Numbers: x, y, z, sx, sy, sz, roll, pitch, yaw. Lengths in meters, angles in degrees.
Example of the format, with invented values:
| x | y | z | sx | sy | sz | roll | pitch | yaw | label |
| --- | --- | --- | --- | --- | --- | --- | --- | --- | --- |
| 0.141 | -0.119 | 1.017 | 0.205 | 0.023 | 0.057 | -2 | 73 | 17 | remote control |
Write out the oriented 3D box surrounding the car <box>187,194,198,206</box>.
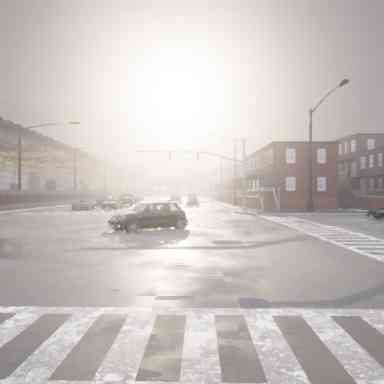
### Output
| x | y | z | sx | sy | sz | roll | pitch | yaw | label |
| --- | --- | --- | --- | --- | --- | --- | --- | --- | --- |
| 0.140 | 1.547 | 54.693 | 2.033 | 1.411 | 5.357 | 0 | 0 | 0 | car |

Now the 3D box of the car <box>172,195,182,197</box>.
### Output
| x | y | z | sx | sy | sz | roll | pitch | yaw | label |
| --- | --- | --- | --- | --- | --- | --- | --- | --- | --- |
| -3.368 | 1.353 | 70.271 | 2.097 | 1.767 | 4.553 | 0 | 0 | 0 | car |

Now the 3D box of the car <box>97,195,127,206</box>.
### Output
| x | y | z | sx | sy | sz | roll | pitch | yaw | label |
| --- | --- | --- | --- | --- | --- | --- | --- | --- | --- |
| -10.534 | 1.547 | 44.189 | 2.033 | 1.411 | 5.357 | 0 | 0 | 0 | car |

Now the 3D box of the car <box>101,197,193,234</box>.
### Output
| x | y | z | sx | sy | sz | roll | pitch | yaw | label |
| --- | --- | --- | --- | --- | --- | --- | --- | --- | --- |
| -2.566 | 1.352 | 19.331 | 4.553 | 1.767 | 2.097 | 0 | 0 | -33 | car |

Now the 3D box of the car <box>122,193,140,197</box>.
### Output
| x | y | z | sx | sy | sz | roll | pitch | yaw | label |
| --- | --- | --- | --- | --- | --- | --- | --- | --- | --- |
| -10.516 | 1.221 | 54.473 | 2.150 | 2.045 | 5.566 | 0 | 0 | 0 | car |

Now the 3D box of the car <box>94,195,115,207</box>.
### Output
| x | y | z | sx | sy | sz | roll | pitch | yaw | label |
| --- | --- | --- | --- | --- | --- | --- | --- | --- | --- |
| -14.016 | 1.352 | 53.371 | 2.097 | 1.767 | 4.553 | 0 | 0 | 0 | car |

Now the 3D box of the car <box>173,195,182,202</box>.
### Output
| x | y | z | sx | sy | sz | roll | pitch | yaw | label |
| --- | --- | --- | --- | --- | --- | --- | --- | --- | --- |
| -3.426 | 1.478 | 80.557 | 1.882 | 1.535 | 5.008 | 0 | 0 | 0 | car |

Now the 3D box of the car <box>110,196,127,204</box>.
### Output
| x | y | z | sx | sy | sz | roll | pitch | yaw | label |
| --- | --- | --- | --- | --- | --- | --- | --- | --- | --- |
| -13.980 | 1.492 | 63.434 | 2.128 | 1.511 | 4.902 | 0 | 0 | 0 | car |

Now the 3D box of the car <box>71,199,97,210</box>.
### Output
| x | y | z | sx | sy | sz | roll | pitch | yaw | label |
| --- | --- | --- | --- | --- | --- | --- | --- | --- | --- |
| -14.039 | 1.601 | 43.285 | 1.895 | 1.301 | 4.718 | 0 | 0 | 0 | car |

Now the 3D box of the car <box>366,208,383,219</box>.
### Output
| x | y | z | sx | sy | sz | roll | pitch | yaw | label |
| --- | --- | --- | --- | --- | --- | --- | --- | --- | --- |
| 17.060 | 1.547 | 26.712 | 5.357 | 1.411 | 2.033 | 0 | 0 | 0 | car |
